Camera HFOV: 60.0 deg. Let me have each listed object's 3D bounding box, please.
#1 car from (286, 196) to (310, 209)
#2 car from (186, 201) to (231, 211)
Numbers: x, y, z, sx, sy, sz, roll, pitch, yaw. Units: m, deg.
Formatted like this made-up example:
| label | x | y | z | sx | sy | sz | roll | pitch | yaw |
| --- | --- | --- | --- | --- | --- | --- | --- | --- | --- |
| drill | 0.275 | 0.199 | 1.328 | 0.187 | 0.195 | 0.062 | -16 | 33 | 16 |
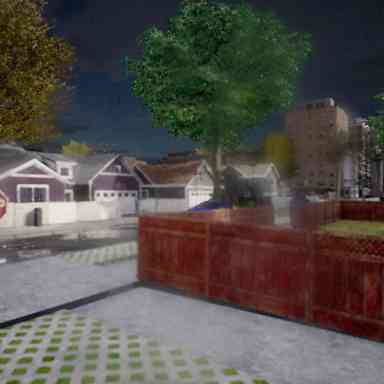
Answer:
| label | x | y | z | sx | sy | sz | roll | pitch | yaw |
| --- | --- | --- | --- | --- | --- | --- | --- | --- | --- |
| car | 14.474 | 1.387 | 45.389 | 2.097 | 1.767 | 4.553 | 0 | 0 | 36 |
| car | 1.405 | 1.490 | 27.320 | 1.882 | 1.535 | 5.008 | 0 | 0 | 36 |
